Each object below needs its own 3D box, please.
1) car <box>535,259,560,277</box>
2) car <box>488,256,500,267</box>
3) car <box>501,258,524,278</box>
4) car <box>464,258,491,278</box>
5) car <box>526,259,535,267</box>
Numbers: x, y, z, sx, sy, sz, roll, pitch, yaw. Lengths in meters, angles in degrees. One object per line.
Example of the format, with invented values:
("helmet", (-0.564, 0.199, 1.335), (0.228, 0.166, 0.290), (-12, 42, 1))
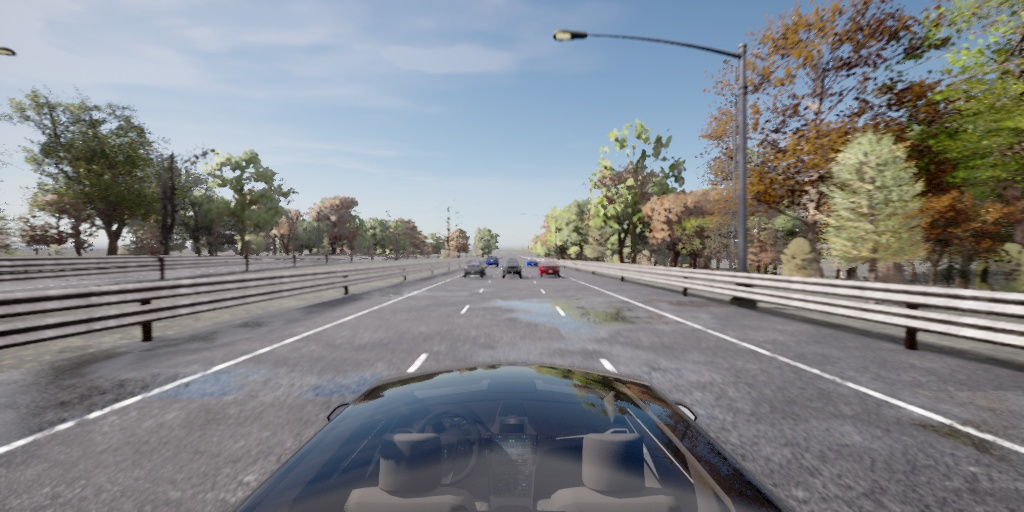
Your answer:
("car", (3.544, 1.225, 35.191), (1.882, 1.535, 5.008), (0, 0, 1))
("car", (-3.418, 0.972, 64.259), (2.150, 2.045, 5.566), (0, 0, 0))
("car", (0.038, 1.254, 34.461), (1.837, 1.490, 4.892), (0, 0, 1))
("car", (-3.463, 1.240, 34.420), (2.128, 1.511, 4.902), (0, 0, 1))
("car", (3.583, 1.225, 64.420), (1.882, 1.535, 5.008), (0, 0, 0))
